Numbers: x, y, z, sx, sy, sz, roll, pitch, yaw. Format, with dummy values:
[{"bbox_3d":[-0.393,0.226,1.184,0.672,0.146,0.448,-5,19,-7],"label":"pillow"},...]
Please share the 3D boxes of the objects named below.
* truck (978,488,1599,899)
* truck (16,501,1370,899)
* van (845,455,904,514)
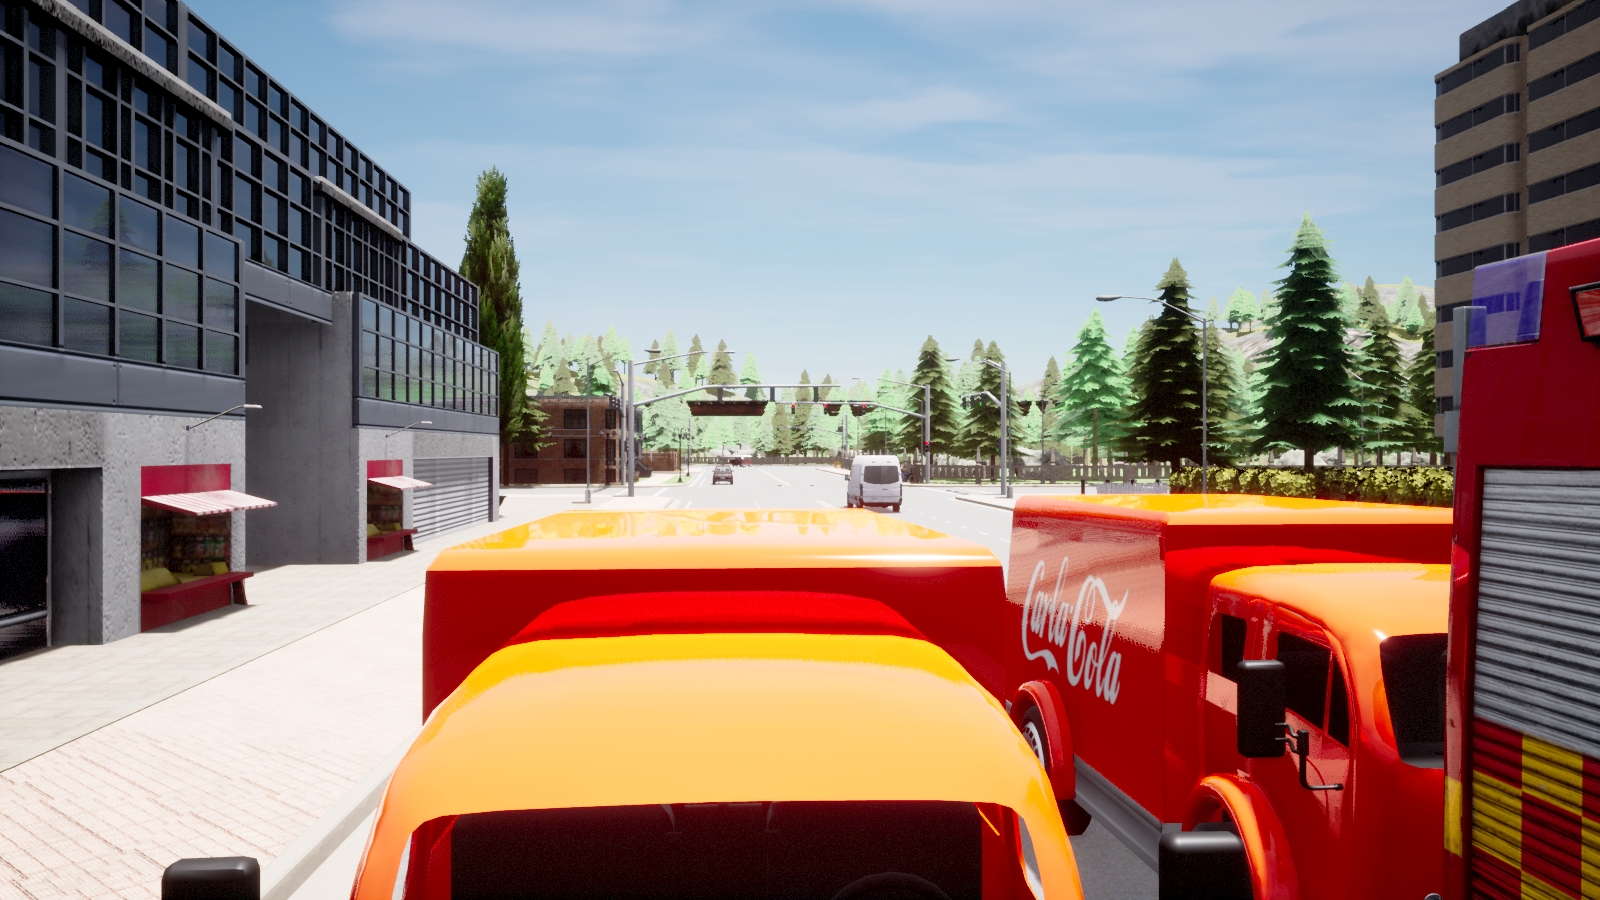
[{"bbox_3d":[3.003,1.568,7.234,2.627,2.467,5.204,0,0,-4],"label":"truck"},{"bbox_3d":[-0.347,1.568,4.821,2.627,2.467,5.204,0,0,-4],"label":"truck"},{"bbox_3d":[3.411,1.534,53.444,1.988,2.561,5.915,0,0,-4],"label":"van"}]
